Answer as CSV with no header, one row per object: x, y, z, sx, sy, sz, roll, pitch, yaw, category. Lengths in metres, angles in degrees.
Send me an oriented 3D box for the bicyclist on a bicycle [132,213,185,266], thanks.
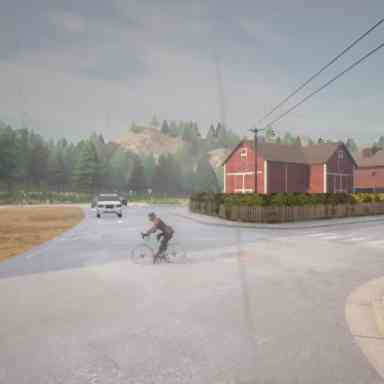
-1.045,1.453,10.198,1.656,1.620,0.582,-2,0,-4,bicyclist on a bicycle

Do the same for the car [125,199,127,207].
-11.548,1.472,52.312,1.882,1.535,5.008,0,0,-25,car

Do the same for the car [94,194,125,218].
-7.749,1.217,30.903,2.150,2.045,5.566,0,0,-16,car

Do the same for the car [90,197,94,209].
-13.152,1.493,46.567,1.837,1.490,4.892,0,0,-20,car
